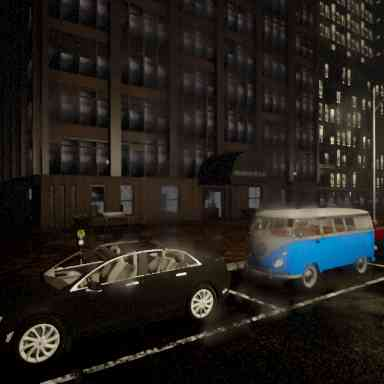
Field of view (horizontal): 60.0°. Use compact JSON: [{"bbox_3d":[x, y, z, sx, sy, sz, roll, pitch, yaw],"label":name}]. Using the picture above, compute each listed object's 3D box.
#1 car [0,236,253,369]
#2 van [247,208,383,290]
[{"bbox_3d":[-1.309,1.551,5.625,4.403,1.369,2.008,0,0,-35],"label":"car"},{"bbox_3d":[3.190,1.341,8.827,3.998,1.788,1.690,0,0,-35],"label":"van"}]
